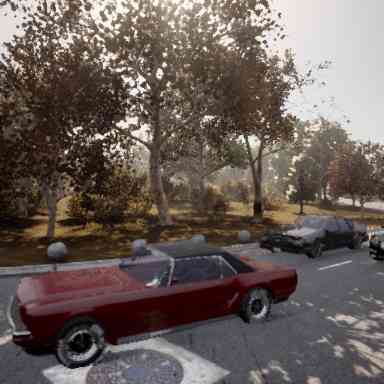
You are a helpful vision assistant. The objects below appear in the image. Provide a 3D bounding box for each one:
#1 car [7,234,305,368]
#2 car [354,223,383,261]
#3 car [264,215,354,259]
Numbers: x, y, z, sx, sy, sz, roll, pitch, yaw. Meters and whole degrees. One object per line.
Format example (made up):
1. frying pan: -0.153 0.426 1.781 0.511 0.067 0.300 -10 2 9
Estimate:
1. car: -0.504 1.605 5.759 4.718 1.301 1.895 0 0 -29
2. car: 7.878 1.562 11.346 4.902 1.511 2.128 1 0 -38
3. car: 4.960 1.606 13.035 5.357 1.411 2.033 1 0 -39
